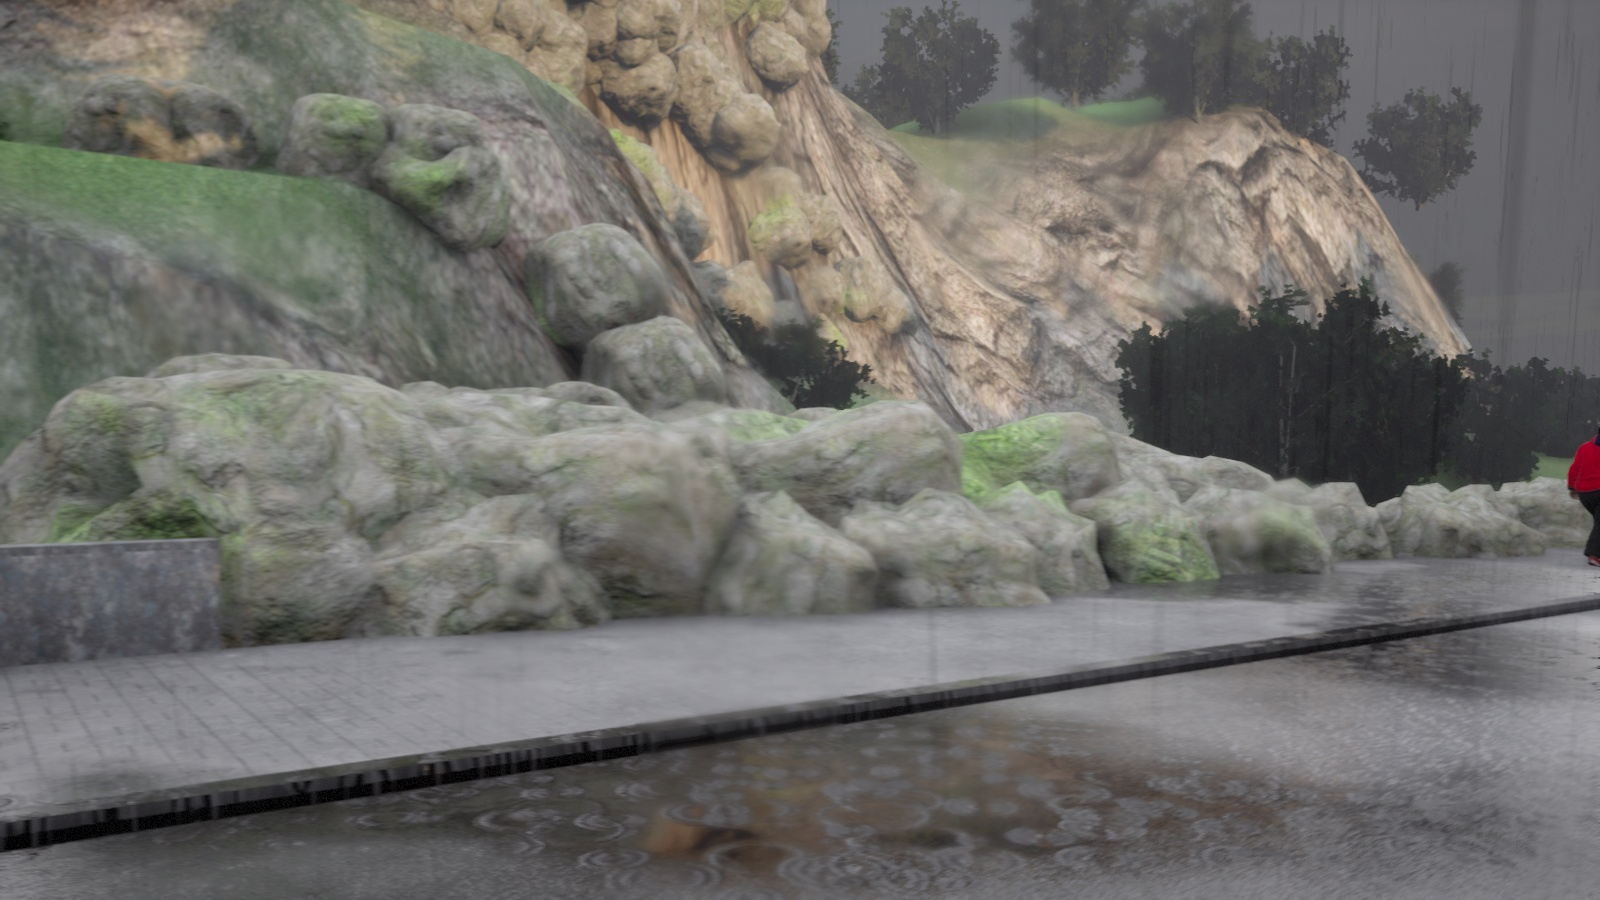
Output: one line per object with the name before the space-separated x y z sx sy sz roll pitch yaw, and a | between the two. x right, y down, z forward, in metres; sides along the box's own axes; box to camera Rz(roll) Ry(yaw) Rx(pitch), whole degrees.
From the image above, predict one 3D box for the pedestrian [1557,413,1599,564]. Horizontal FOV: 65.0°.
pedestrian | 10.064 0.472 15.751 0.899 1.844 0.634 0 0 -32
